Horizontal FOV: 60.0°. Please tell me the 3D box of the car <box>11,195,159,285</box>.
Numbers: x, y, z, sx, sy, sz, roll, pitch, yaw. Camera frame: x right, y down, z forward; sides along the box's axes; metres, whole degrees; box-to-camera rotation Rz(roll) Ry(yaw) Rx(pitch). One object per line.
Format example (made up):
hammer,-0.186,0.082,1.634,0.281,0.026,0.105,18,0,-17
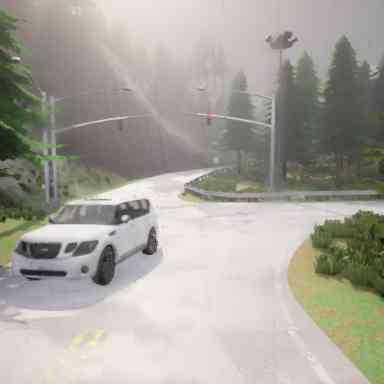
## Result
car,-2.689,1.185,9.901,2.150,2.045,5.566,-1,2,12
